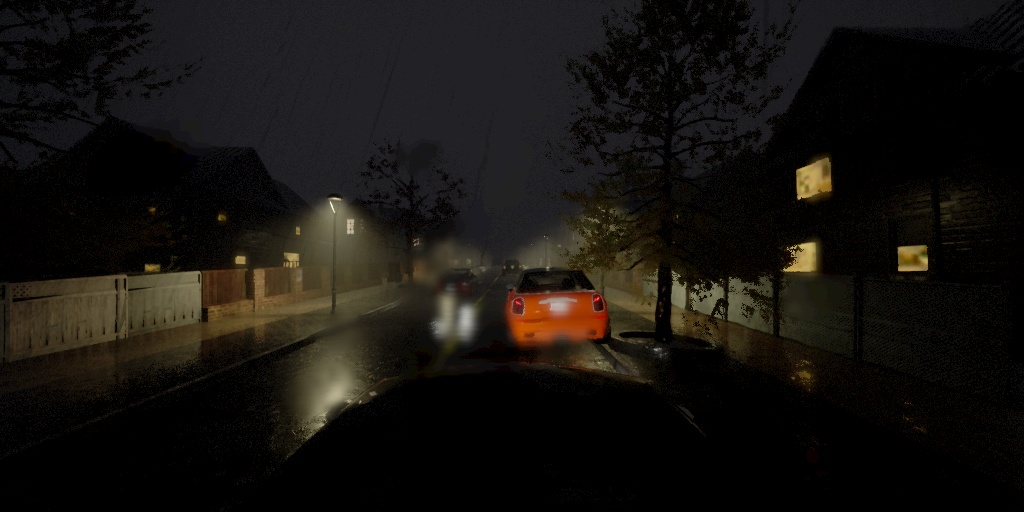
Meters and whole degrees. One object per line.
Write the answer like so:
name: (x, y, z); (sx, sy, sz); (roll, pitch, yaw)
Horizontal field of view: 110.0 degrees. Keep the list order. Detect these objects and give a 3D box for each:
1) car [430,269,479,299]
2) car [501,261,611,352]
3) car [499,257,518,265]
car: (-2.760, 1.337, 18.143); (1.994, 1.385, 4.181); (0, 0, 0)
car: (0.919, 1.059, 9.113); (2.097, 1.767, 4.553); (-3, -1, 0)
car: (0.053, 1.163, 37.944); (2.097, 1.767, 4.553); (0, 0, 0)
